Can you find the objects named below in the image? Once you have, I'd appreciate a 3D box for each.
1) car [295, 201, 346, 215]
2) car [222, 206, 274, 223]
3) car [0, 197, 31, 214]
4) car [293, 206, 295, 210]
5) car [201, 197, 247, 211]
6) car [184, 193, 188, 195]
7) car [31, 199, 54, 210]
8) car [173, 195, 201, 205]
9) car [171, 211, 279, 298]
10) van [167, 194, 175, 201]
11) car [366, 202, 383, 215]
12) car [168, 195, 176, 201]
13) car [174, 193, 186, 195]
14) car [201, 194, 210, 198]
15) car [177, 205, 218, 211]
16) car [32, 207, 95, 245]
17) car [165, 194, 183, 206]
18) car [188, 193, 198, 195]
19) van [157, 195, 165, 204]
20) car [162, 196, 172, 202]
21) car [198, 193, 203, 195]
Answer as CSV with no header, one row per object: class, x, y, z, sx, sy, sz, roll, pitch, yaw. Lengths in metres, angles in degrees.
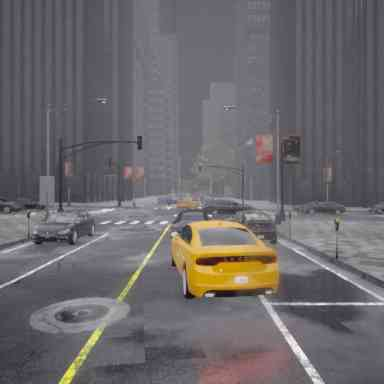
car,14.720,1.814,37.575,4.892,1.490,1.837,1,0,1
car,2.749,1.553,15.445,2.008,1.369,4.403,0,0,0
car,-18.136,1.206,30.953,4.892,1.490,1.837,1,0,0
car,14.867,1.844,40.836,4.674,1.442,1.812,1,0,2
car,3.486,1.523,30.901,4.892,1.490,1.837,1,0,0
car,-2.724,1.255,75.456,2.150,2.045,5.566,0,0,0
car,-16.845,1.333,34.201,4.718,1.301,1.895,1,0,0
car,-0.637,1.515,44.763,1.882,1.535,5.008,1,0,13
car,0.545,1.479,8.626,1.882,1.535,5.008,0,0,-9
van,-5.406,1.377,85.257,1.690,1.788,3.998,0,0,0
car,24.078,1.983,40.804,4.902,1.511,2.128,1,0,0
car,-5.362,1.584,90.769,1.887,1.381,4.507,0,0,0
car,-2.852,1.515,64.859,2.128,1.511,4.902,0,0,1
car,2.896,1.570,57.628,2.008,1.369,4.403,0,0,0
car,0.036,1.566,16.133,1.994,1.385,4.181,0,0,0
car,-5.776,1.553,15.439,2.008,1.369,4.403,0,0,0
car,-2.955,1.496,55.284,1.882,1.535,5.008,0,0,1
car,0.280,1.570,75.868,2.033,1.411,5.357,0,0,0
van,-5.584,1.364,63.207,1.690,1.788,3.998,0,0,0
car,-5.495,1.595,74.232,1.947,1.339,4.313,0,0,0
car,3.030,1.344,74.166,2.192,1.841,5.009,0,0,0
